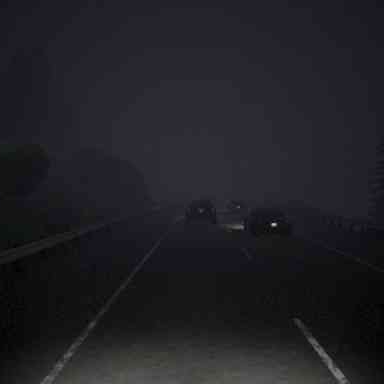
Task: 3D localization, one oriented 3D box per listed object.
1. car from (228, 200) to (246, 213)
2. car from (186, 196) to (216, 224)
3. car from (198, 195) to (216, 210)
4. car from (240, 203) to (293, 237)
[{"bbox_3d":[4.840,1.488,35.497,1.994,1.385,4.181,0,0,4],"label":"car"},{"bbox_3d":[0.678,1.296,24.498,2.097,1.767,4.553,0,0,2],"label":"car"},{"bbox_3d":[1.940,1.258,42.243,2.097,1.767,4.553,0,0,6],"label":"car"},{"bbox_3d":[3.964,1.527,17.876,1.994,1.385,4.181,0,0,1],"label":"car"}]
